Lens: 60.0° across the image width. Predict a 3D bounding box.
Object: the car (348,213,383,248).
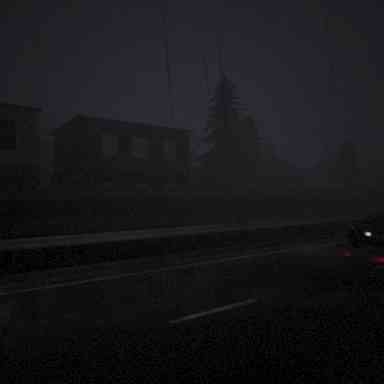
[{"bbox_3d":[8.486,1.605,14.100,4.181,1.385,1.994,0,0,-36],"label":"car"}]
